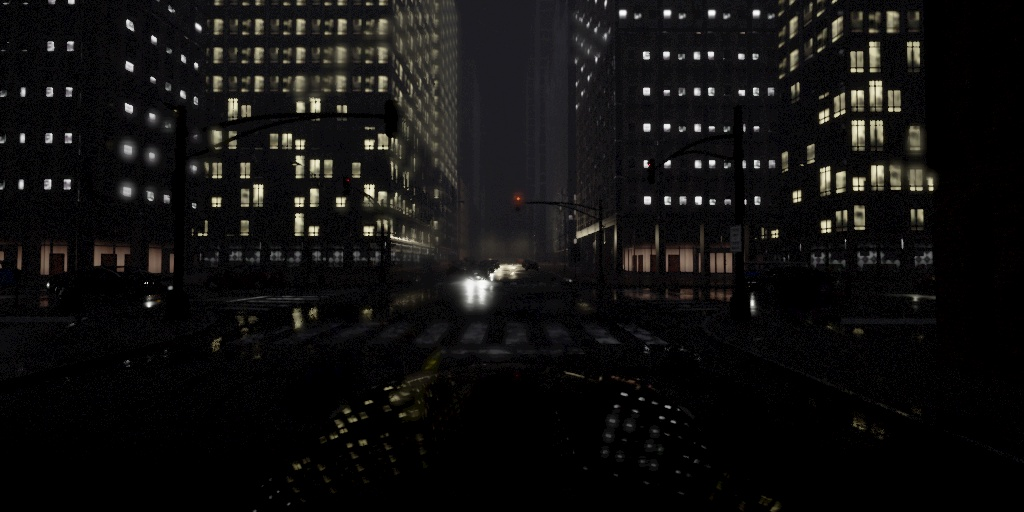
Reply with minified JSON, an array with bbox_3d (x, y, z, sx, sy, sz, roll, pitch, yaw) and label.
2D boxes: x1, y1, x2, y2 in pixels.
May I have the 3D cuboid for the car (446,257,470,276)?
[{"bbox_3d":[-5.693,1.203,37.634,1.967,1.591,4.097,0,0,0],"label":"car"}]

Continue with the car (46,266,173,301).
[{"bbox_3d":[-18.088,1.191,16.425,4.902,1.511,2.128,0,-1,0],"label":"car"}]

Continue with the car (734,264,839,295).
[{"bbox_3d":[14.872,1.321,19.553,4.892,1.490,1.837,0,-1,0],"label":"car"}]

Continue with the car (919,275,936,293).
[{"bbox_3d":[25.272,1.315,19.528,5.008,1.535,1.882,0,-1,0],"label":"car"}]

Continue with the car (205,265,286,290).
[{"bbox_3d":[-16.494,1.255,22.196,4.097,1.591,1.967,0,0,0],"label":"car"}]

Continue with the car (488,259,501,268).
[{"bbox_3d":[-3.060,1.321,62.795,2.033,1.411,5.357,0,0,0],"label":"car"}]

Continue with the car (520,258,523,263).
[{"bbox_3d":[2.687,1.298,60.172,1.751,1.417,4.829,0,0,0],"label":"car"}]

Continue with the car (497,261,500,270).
[{"bbox_3d":[-3.102,1.333,52.667,1.994,1.385,4.181,0,0,0],"label":"car"}]

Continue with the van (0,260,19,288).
[{"bbox_3d":[-33.440,1.132,22.233,3.998,1.789,1.690,0,0,0],"label":"van"}]

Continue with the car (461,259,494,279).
[{"bbox_3d":[-3.083,1.254,32.882,2.128,1.511,4.902,0,0,-1],"label":"car"}]

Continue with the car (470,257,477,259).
[{"bbox_3d":[-5.694,1.082,48.784,2.192,1.841,5.009,0,0,0],"label":"car"}]

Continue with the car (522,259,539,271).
[{"bbox_3d":[2.687,1.350,48.846,1.802,1.307,4.207,0,0,0],"label":"car"}]

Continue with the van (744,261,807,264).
[{"bbox_3d":[15.980,1.210,22.125,3.998,1.789,1.690,0,0,0],"label":"van"}]

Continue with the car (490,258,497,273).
[{"bbox_3d":[-3.096,1.291,43.433,1.812,1.442,4.674,0,0,0],"label":"car"}]
